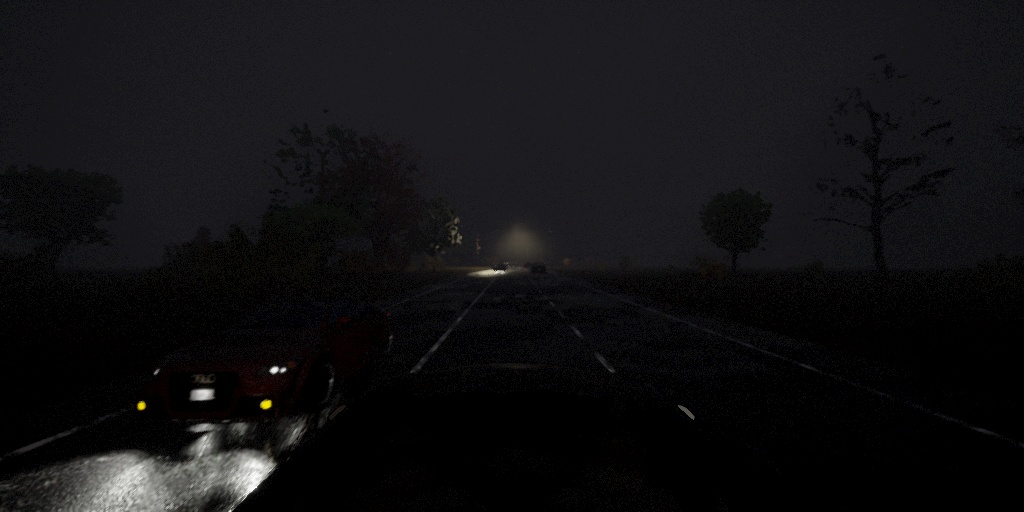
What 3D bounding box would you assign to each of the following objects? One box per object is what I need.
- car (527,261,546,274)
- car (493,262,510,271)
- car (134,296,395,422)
[{"bbox_3d":[3.465,1.591,47.918,1.882,1.535,5.008,-1,-1,0],"label":"car"},{"bbox_3d":[-1.963,1.849,59.966,1.994,1.385,4.181,-1,0,7],"label":"car"},{"bbox_3d":[-3.506,1.396,6.048,1.994,1.385,4.181,-1,-1,0],"label":"car"}]
